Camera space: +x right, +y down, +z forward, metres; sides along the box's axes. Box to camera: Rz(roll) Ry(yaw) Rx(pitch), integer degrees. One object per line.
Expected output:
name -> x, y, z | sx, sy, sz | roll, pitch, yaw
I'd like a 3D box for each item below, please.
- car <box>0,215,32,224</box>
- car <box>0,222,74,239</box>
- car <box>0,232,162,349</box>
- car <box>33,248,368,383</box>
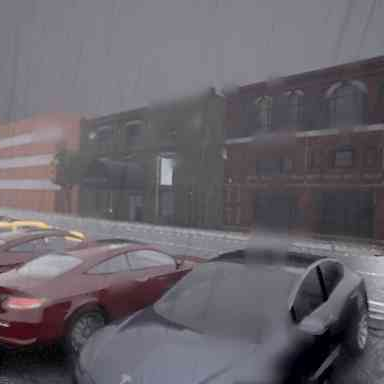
car -> -5.740, 1.543, 9.715 | 1.946, 1.575, 5.366 | 0, -1, 40
car -> -3.460, 1.596, 8.035 | 2.002, 1.452, 4.674 | 0, -1, 40
car -> -1.298, 1.602, 6.216 | 2.002, 1.452, 4.674 | 0, -1, 40
car -> 0.848, 1.597, 4.376 | 2.163, 1.488, 4.792 | 0, -1, 40
